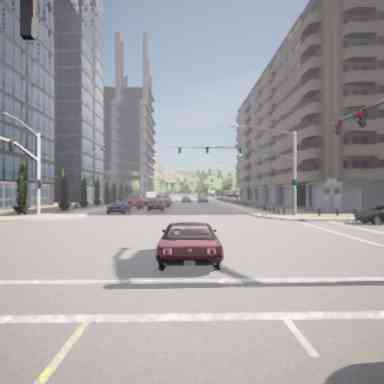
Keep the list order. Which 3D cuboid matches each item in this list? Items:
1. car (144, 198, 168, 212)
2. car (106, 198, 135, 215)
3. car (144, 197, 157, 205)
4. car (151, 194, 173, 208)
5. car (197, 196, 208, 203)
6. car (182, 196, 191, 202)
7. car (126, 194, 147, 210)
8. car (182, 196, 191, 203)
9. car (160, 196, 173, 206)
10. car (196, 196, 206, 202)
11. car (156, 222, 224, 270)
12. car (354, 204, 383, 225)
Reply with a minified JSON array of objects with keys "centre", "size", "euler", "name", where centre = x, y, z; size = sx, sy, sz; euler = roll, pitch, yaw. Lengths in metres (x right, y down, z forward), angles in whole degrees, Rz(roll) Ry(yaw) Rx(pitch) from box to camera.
[{"centre":[-4.259,1.669,40.095],"size":[1.895,1.301,4.718],"euler":[0,0,-1],"name":"car"},{"centre":[-7.686,1.665,35.270],"size":[1.895,1.301,4.718],"euler":[0,0,-1],"name":"car"},{"centre":[-8.106,1.660,65.096],"size":[2.033,1.411,5.357],"euler":[0,0,-1],"name":"car"},{"centre":[-4.410,1.306,49.855],"size":[2.150,2.045,5.566],"euler":[0,0,-1],"name":"car"},{"centre":[2.318,1.700,69.593],"size":[1.895,1.301,4.718],"euler":[0,0,-1],"name":"car"},{"centre":[-1.364,1.682,80.076],"size":[1.994,1.385,4.181],"euler":[0,0,-1],"name":"car"},{"centre":[-7.845,1.302,45.031],"size":[2.150,2.045,5.566],"euler":[0,0,-1],"name":"car"},{"centre":[-1.192,1.666,70.144],"size":[1.994,1.385,4.181],"euler":[0,0,-1],"name":"car"},{"centre":[-4.519,1.592,60.077],"size":[2.128,1.511,4.902],"euler":[0,0,-1],"name":"car"},{"centre":[2.145,1.660,79.623],"size":[2.033,1.411,5.357],"euler":[0,0,-1],"name":"car"},{"centre":[-0.092,1.654,11.279],"size":[1.895,1.301,4.718],"euler":[0,0,-1],"name":"car"},{"centre":[14.383,1.584,24.146],"size":[4.892,1.490,1.837],"euler":[0,0,-1],"name":"car"}]
